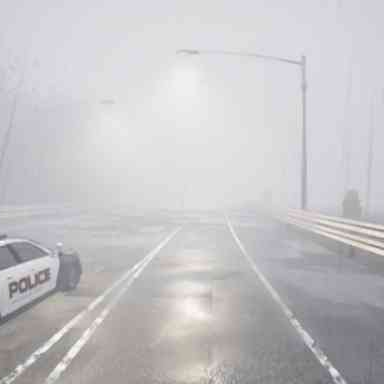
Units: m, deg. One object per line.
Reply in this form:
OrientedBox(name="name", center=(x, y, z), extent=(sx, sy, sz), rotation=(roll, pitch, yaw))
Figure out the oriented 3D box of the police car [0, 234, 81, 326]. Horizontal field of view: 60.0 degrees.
OrientedBox(name="police car", center=(-3.814, 1.560, 6.363), extent=(2.038, 1.542, 4.974), rotation=(0, 0, 4))
